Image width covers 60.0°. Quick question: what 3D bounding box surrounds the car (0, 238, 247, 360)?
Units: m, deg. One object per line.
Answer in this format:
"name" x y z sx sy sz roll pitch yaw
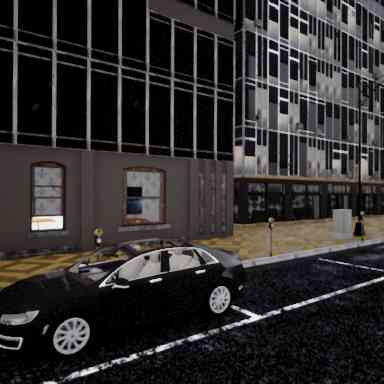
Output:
"car" -0.982 1.550 5.851 4.403 1.369 2.008 0 0 -35
